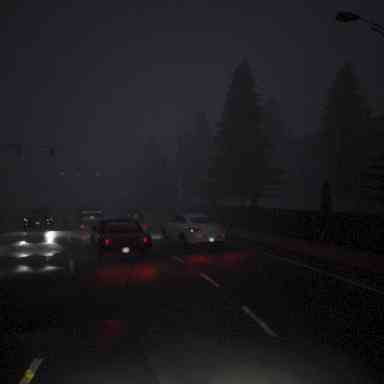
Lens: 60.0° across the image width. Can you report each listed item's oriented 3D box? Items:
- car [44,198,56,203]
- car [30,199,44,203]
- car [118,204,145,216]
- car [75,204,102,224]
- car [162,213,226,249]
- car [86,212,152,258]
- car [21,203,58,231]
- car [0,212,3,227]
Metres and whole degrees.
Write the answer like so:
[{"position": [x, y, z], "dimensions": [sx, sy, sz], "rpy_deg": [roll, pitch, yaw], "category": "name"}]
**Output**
[{"position": [-36.724, 2.213, 85.677], "dimensions": [2.097, 1.767, 4.553], "rpy_deg": [0, -1, -40], "category": "car"}, {"position": [-38.981, 2.382, 82.887], "dimensions": [1.994, 1.385, 4.181], "rpy_deg": [0, -1, -36], "category": "car"}, {"position": [-5.404, 1.822, 29.433], "dimensions": [1.812, 1.442, 4.674], "rpy_deg": [0, 0, -21], "category": "car"}, {"position": [-8.614, 1.773, 27.782], "dimensions": [2.128, 1.511, 4.902], "rpy_deg": [0, 0, -23], "category": "car"}, {"position": [-0.024, 1.682, 15.442], "dimensions": [1.812, 1.442, 4.674], "rpy_deg": [0, 0, -21], "category": "car"}, {"position": [-3.062, 1.739, 13.574], "dimensions": [1.895, 1.301, 4.718], "rpy_deg": [0, -1, -21], "category": "car"}, {"position": [-10.436, 1.738, 22.910], "dimensions": [1.837, 1.490, 4.892], "rpy_deg": [0, -1, -21], "category": "car"}, {"position": [-13.702, 1.711, 21.651], "dimensions": [2.128, 1.511, 4.902], "rpy_deg": [0, -1, -21], "category": "car"}]
